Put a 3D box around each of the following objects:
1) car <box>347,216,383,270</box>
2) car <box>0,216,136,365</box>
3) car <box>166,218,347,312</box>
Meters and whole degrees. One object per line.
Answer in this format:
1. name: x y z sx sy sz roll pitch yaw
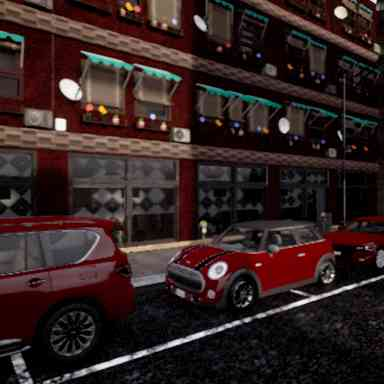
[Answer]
1. car: 5.997 1.487 10.839 4.507 1.381 1.887 0 0 -36
2. car: -3.179 1.316 4.289 5.009 1.841 2.192 0 0 -36
3. car: 1.408 1.412 7.564 4.097 1.590 1.967 0 0 -36
